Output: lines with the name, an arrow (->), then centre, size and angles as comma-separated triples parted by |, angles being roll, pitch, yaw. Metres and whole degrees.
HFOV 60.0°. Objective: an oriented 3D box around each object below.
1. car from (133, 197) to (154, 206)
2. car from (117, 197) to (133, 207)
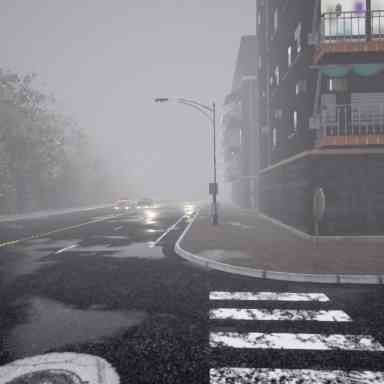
car -> -7.436, 1.551, 53.623 | 2.033, 1.411, 5.357 | -1, 0, 3
car -> -10.681, 1.525, 53.810 | 1.882, 1.535, 5.008 | -1, 0, 3
